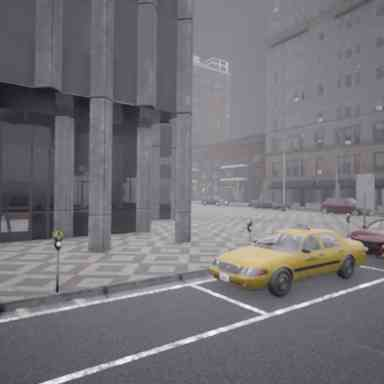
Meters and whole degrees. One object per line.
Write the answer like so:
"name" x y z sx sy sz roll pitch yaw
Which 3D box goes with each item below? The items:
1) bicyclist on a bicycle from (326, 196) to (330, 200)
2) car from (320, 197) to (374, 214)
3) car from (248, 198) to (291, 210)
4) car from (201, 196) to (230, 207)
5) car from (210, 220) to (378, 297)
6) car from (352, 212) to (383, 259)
"bicyclist on a bicycle" 16.218 1.280 39.402 1.656 1.620 0.582 1 0 -35
"car" 14.452 1.298 31.078 2.097 1.767 4.553 1 0 -35
"car" 8.940 1.407 38.895 2.033 1.411 5.357 1 0 -35
"car" 3.268 1.261 46.964 2.128 1.511 4.902 1 0 -35
"car" 2.670 1.551 8.659 4.829 1.417 1.752 0 0 -35
"car" 7.388 1.591 12.024 4.507 1.381 1.887 0 0 -35
